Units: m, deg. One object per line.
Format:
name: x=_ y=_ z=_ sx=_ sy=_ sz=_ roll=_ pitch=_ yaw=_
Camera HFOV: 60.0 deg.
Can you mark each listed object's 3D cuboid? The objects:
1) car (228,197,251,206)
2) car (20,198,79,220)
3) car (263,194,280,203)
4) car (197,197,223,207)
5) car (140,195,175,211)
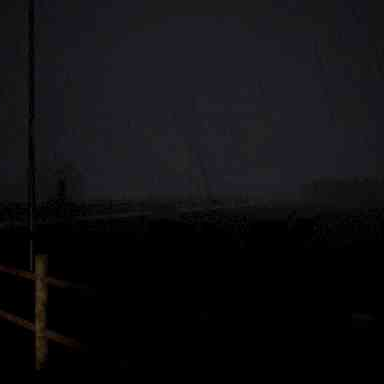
car: x=7.305 y=1.380 z=50.381 sx=1.895 sy=1.301 sz=4.718 roll=-1 pitch=0 yaw=35
car: x=-11.828 y=1.285 z=27.678 sx=2.097 sy=1.767 sz=4.553 roll=-1 pitch=0 yaw=34
car: x=14.703 y=1.216 z=61.193 sx=1.837 sy=1.490 sz=4.892 roll=-1 pitch=0 yaw=34
car: x=2.742 y=1.421 z=48.880 sx=1.895 sy=1.301 sz=4.718 roll=-1 pitch=0 yaw=35
car: x=-3.994 y=1.226 z=39.101 sx=2.097 sy=1.767 sz=4.553 roll=-1 pitch=0 yaw=34
